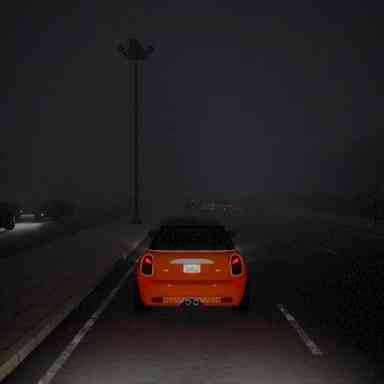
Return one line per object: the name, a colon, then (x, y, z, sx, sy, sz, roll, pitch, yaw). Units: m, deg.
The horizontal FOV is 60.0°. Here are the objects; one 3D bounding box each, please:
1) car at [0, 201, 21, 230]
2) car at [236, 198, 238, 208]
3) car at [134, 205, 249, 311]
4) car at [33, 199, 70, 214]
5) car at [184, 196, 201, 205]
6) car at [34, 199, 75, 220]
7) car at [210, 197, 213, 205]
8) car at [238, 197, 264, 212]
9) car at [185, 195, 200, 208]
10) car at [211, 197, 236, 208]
car: (-11.584, 1.352, 17.899, 2.097, 1.767, 4.553, 0, 0, 0)
car: (7.146, 1.547, 49.200, 2.033, 1.411, 5.357, 0, 0, 0)
car: (-0.001, 1.352, 7.919, 2.097, 1.767, 4.553, 0, 0, 0)
car: (-15.004, 1.505, 35.727, 1.837, 1.490, 4.892, 0, 0, 1)
car: (0.079, 1.492, 38.825, 2.128, 1.511, 4.902, 0, 0, 0)
car: (-11.567, 1.492, 28.222, 2.128, 1.511, 4.902, 0, 0, 1)
car: (3.646, 1.492, 49.220, 2.128, 1.511, 4.902, 0, 0, 0)
car: (7.081, 1.352, 39.249, 2.097, 1.767, 4.553, 0, 0, 0)
car: (0.146, 1.352, 49.211, 2.097, 1.767, 4.553, 0, 0, 0)
car: (3.579, 1.601, 38.915, 1.895, 1.301, 4.718, 0, 0, 0)
